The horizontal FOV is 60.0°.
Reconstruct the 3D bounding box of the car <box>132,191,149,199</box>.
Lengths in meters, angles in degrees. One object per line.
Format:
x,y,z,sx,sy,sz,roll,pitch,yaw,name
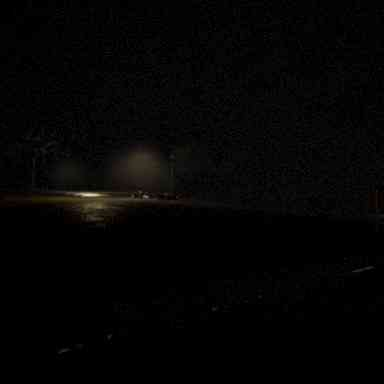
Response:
-10.018,0.545,64.856,1.837,1.490,4.892,1,0,-35,car

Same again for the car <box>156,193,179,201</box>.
-4.254,0.837,56.723,1.895,1.301,4.718,1,0,-35,car
